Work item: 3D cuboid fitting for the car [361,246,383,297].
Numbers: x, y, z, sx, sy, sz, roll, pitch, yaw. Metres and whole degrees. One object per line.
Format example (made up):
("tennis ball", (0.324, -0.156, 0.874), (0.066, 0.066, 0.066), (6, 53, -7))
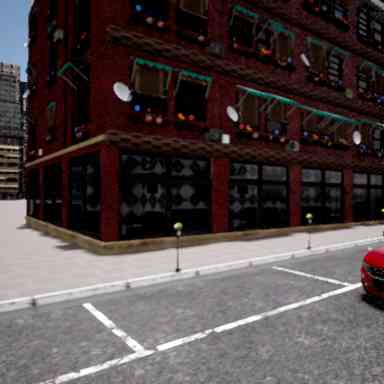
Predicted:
("car", (5.752, 1.450, 7.464), (5.008, 1.535, 1.882), (0, 0, -35))
